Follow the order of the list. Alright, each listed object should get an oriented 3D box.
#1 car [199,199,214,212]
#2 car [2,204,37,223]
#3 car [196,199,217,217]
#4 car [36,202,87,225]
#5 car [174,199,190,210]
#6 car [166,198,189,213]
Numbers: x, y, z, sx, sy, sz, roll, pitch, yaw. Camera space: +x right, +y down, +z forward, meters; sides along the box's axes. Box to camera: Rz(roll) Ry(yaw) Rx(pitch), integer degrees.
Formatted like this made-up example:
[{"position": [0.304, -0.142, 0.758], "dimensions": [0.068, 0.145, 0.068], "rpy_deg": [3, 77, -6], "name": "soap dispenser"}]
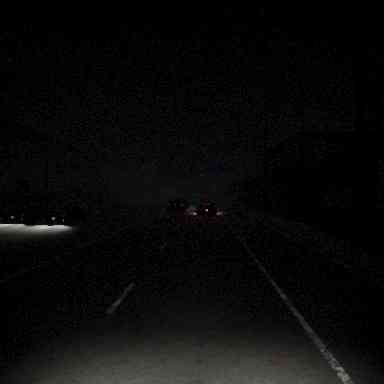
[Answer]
[{"position": [1.852, 1.688, 43.046], "dimensions": [1.837, 1.490, 4.892], "rpy_deg": [0, 0, 2], "name": "car"}, {"position": [-12.989, 1.674, 26.223], "dimensions": [1.994, 1.385, 4.181], "rpy_deg": [0, 0, 3], "name": "car"}, {"position": [1.437, 1.702, 33.069], "dimensions": [1.994, 1.385, 4.181], "rpy_deg": [0, 0, 2], "name": "car"}, {"position": [-9.544, 1.670, 25.136], "dimensions": [1.994, 1.385, 4.181], "rpy_deg": [0, 0, 3], "name": "car"}, {"position": [-1.475, 1.769, 48.511], "dimensions": [1.994, 1.385, 4.181], "rpy_deg": [0, 0, 3], "name": "car"}, {"position": [-1.806, 1.521, 39.857], "dimensions": [2.097, 1.767, 4.553], "rpy_deg": [0, 0, 3], "name": "car"}]
